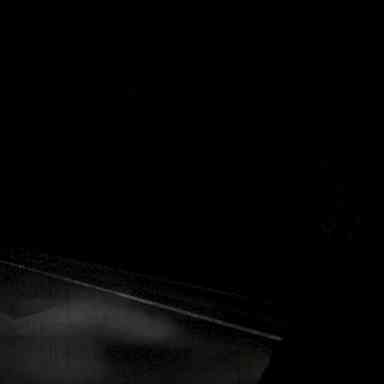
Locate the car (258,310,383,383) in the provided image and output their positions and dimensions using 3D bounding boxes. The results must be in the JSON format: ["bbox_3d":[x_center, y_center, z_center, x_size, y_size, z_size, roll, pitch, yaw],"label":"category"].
[{"bbox_3d":[2.804,1.618,2.078,4.718,1.301,1.895,1,0,35],"label":"car"}]
